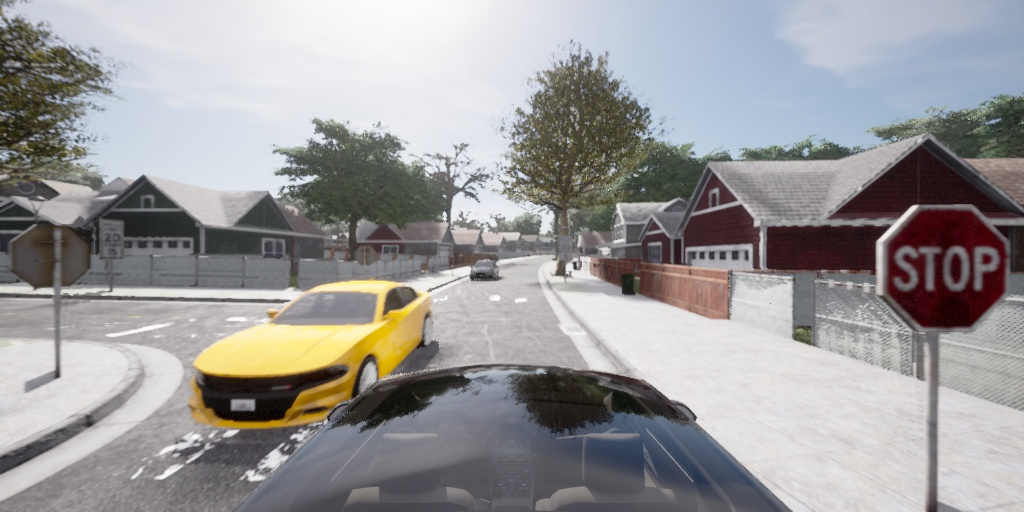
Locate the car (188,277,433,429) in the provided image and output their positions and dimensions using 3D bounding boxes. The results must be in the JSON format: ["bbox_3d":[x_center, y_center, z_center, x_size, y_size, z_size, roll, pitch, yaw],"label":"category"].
[{"bbox_3d":[-2.711,1.192,6.129,1.882,1.535,5.008,0,1,0],"label":"car"}]

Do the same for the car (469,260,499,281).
[{"bbox_3d":[-2.038,1.071,27.471,1.837,1.490,4.892,0,1,3],"label":"car"}]
